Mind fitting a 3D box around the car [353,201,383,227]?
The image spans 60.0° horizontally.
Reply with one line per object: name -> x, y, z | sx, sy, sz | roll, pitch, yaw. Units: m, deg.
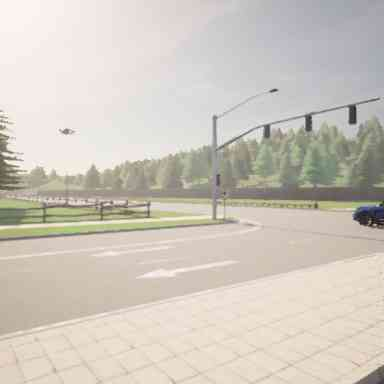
car -> 12.809, 1.208, 20.131 | 2.150, 2.045, 5.566 | 0, 0, -36
